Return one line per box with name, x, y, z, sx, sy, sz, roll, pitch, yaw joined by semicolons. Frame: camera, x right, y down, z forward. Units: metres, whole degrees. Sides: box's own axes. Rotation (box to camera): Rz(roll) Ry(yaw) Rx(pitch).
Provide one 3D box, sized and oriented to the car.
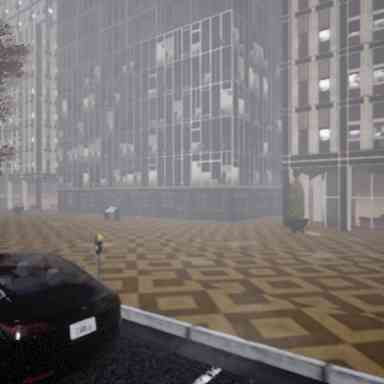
car;-2.917;1.567;4.959;4.313;1.339;1.947;0;0;36
